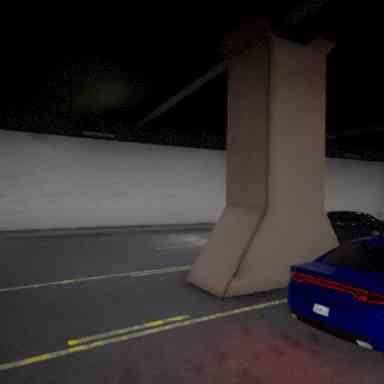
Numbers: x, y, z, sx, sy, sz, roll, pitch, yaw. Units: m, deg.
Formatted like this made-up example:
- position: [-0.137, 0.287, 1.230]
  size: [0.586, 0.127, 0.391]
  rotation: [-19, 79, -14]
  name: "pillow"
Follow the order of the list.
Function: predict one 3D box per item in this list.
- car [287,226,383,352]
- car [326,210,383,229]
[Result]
- position: [3.944, 1.554, 6.006]
  size: [5.008, 1.535, 1.882]
  rotation: [1, 0, -31]
  name: "car"
- position: [6.984, 1.662, 15.817]
  size: [4.892, 1.490, 1.837]
  rotation: [1, 0, -26]
  name: "car"
